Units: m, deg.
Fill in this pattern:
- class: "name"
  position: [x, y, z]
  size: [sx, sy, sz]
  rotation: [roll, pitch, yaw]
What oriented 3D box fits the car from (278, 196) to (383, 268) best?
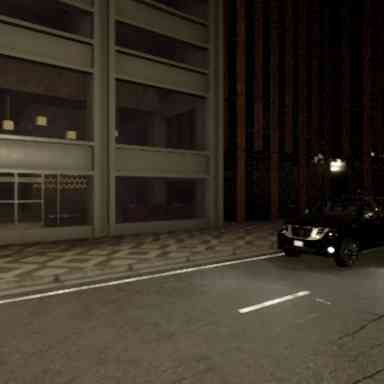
- class: "car"
  position: [5.433, 1.175, 11.550]
  size: [5.566, 2.045, 2.150]
  rotation: [0, 0, -35]
